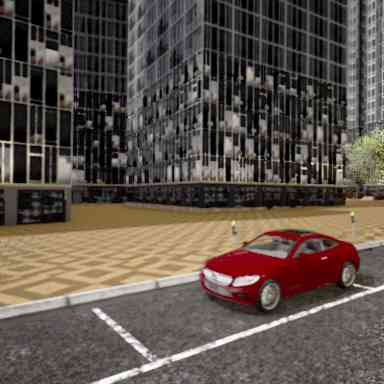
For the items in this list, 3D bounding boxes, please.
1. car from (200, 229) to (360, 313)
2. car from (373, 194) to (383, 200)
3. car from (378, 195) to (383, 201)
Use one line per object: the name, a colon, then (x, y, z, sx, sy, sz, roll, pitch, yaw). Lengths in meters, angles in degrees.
car: (2.140, 1.535, 7.521, 4.206, 1.307, 1.802, 0, 1, -34)
car: (40.638, 1.131, 70.412, 1.967, 1.590, 4.097, 1, 0, -18)
car: (46.421, 1.358, 78.166, 2.008, 1.369, 4.403, 1, 0, -18)
